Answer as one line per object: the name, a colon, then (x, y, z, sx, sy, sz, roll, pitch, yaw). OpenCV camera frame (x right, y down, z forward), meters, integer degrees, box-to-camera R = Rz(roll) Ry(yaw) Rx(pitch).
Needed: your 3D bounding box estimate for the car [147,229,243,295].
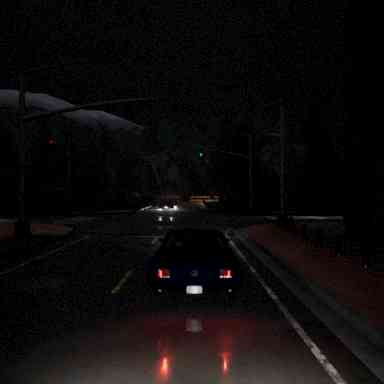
car: (0.069, 1.603, 8.667, 1.895, 1.301, 4.718, 0, 0, 0)

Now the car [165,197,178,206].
car: (-3.529, 1.615, 57.271, 1.895, 1.301, 4.718, 0, 0, 0)

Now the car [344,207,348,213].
car: (16.238, 1.623, 29.640, 4.718, 1.301, 1.895, 0, 0, -1)

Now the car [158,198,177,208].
car: (-3.551, 1.537, 47.259, 1.812, 1.442, 4.674, 0, 0, 0)
